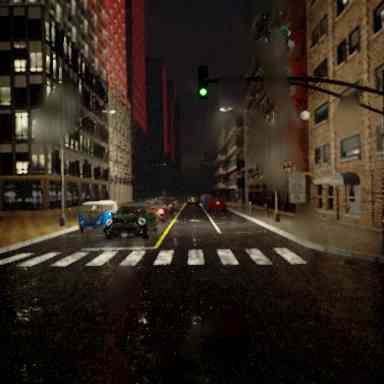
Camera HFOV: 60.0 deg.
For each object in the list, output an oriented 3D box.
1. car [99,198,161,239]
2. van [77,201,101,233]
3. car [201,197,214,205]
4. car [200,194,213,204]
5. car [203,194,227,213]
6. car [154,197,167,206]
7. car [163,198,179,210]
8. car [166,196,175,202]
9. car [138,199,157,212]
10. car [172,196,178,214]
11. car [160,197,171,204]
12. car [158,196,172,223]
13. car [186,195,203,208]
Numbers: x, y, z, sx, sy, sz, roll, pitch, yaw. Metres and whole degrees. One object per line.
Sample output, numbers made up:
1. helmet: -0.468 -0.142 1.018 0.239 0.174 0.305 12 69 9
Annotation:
1. car: -3.122 1.419 17.749 2.097 1.767 4.553 -1 0 1
2. van: -5.678 1.468 20.484 1.690 1.788 3.998 -1 0 0
3. car: 2.773 1.597 59.326 2.008 1.369 4.403 -1 0 0
4. car: 2.777 1.376 64.878 2.192 1.841 5.009 -1 0 0
5. car: 2.729 1.306 37.124 2.192 1.841 5.009 -1 0 0
6. car: -5.608 1.661 59.340 1.967 1.590 4.097 -1 0 0
7. car: -2.938 1.611 46.873 1.882 1.535 5.008 -1 0 0
8. car: -5.557 1.850 87.094 2.008 1.369 4.403 -1 0 0
9. car: -5.636 1.704 42.517 1.752 1.417 4.829 -1 0 0
10. car: -3.010 1.461 36.430 2.097 1.767 4.553 -1 0 1
11. car: -5.586 1.802 70.442 2.008 1.369 4.403 -1 0 0
12. car: -3.065 1.439 26.537 2.097 1.767 4.553 -1 0 0
13. car: 0.168 1.568 49.758 2.128 1.511 4.902 -1 0 0
